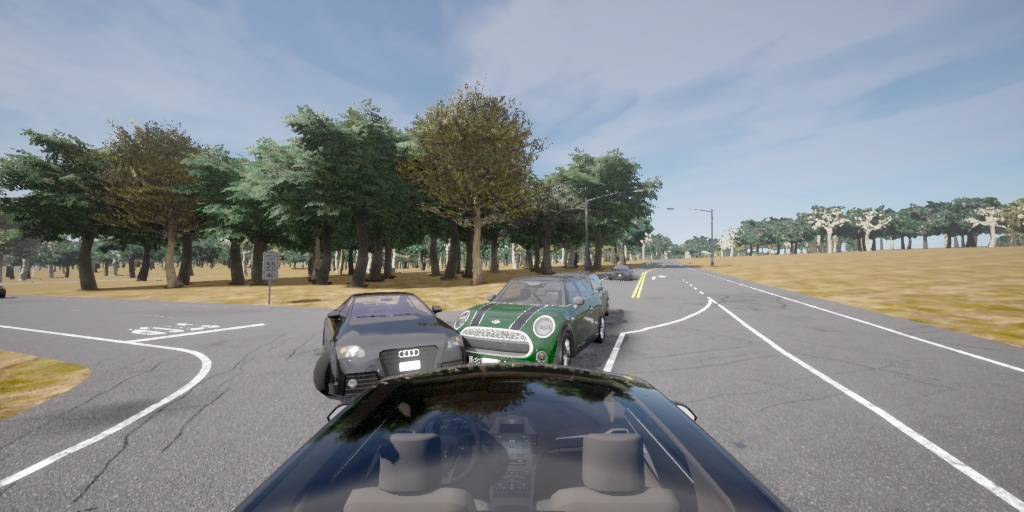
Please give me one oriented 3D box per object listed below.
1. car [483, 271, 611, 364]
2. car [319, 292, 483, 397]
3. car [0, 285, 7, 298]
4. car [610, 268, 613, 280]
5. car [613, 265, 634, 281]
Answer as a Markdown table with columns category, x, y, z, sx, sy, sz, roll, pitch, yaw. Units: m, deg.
| category | x | y | z | sx | sy | sz | roll | pitch | yaw |
| --- | --- | --- | --- | --- | --- | --- | --- | --- | --- |
| car | 0.615 | 1.218 | 7.845 | 2.097 | 1.767 | 4.553 | -1 | -2 | 26 |
| car | -2.356 | 1.376 | 6.640 | 1.994 | 1.385 | 4.181 | 1 | -2 | -29 |
| car | -40.862 | 2.562 | 27.403 | 4.181 | 1.385 | 1.994 | -2 | -3 | 22 |
| car | 2.022 | 1.344 | 12.158 | 2.097 | 1.767 | 4.553 | -1 | -1 | 21 |
| car | 10.006 | 1.520 | 32.772 | 1.994 | 1.385 | 4.181 | -1 | 0 | 22 |
